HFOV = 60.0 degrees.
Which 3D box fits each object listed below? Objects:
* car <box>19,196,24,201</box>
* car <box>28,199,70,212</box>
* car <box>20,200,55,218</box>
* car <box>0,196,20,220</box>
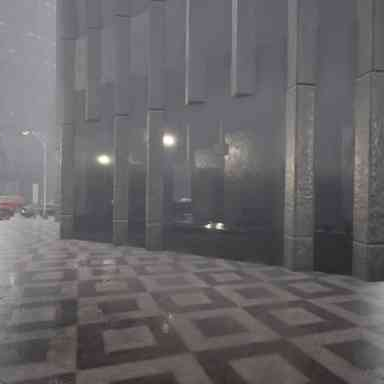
[{"bbox_3d":[-20.749,1.353,36.228,2.192,1.841,5.009,1,0,35],"label":"car"},{"bbox_3d":[-17.484,1.634,40.828,1.947,1.339,4.313,1,0,35],"label":"car"},{"bbox_3d":[-13.810,1.742,31.283,1.947,1.339,4.313,1,0,35],"label":"car"},{"bbox_3d":[-17.076,1.463,26.681,2.192,1.841,5.009,1,0,35],"label":"car"}]
